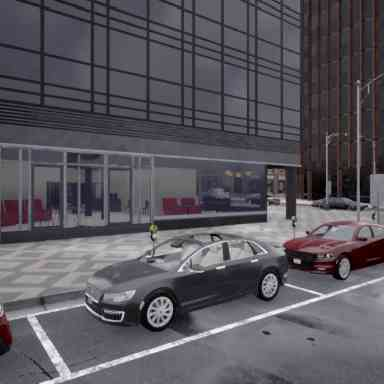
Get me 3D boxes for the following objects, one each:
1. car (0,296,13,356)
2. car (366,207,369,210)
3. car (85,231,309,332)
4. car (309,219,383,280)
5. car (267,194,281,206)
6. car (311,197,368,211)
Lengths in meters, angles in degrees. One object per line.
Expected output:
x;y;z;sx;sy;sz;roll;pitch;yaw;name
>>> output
-4.335;1.440;3.558;4.097;1.590;1.967;0;0;-36;car
8.988;1.441;13.072;4.097;1.590;1.967;0;0;-36;car
0.106;1.551;6.729;4.403;1.369;2.008;0;0;-36;car
4.547;1.545;9.901;4.507;1.381;1.887;0;0;-36;car
8.985;0.961;42.144;1.837;1.490;4.892;0;1;-36;car
14.916;1.203;33.781;2.033;1.411;5.357;0;1;-41;car
